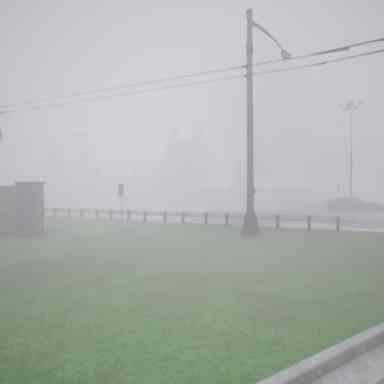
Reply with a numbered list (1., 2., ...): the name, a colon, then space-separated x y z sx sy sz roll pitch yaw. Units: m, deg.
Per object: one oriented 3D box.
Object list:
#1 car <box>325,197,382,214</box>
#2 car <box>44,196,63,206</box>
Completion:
1. car: 15.504 1.248 32.068 4.892 1.490 1.837 -1 0 29
2. car: -23.002 1.389 53.642 4.902 1.511 2.128 0 0 29
